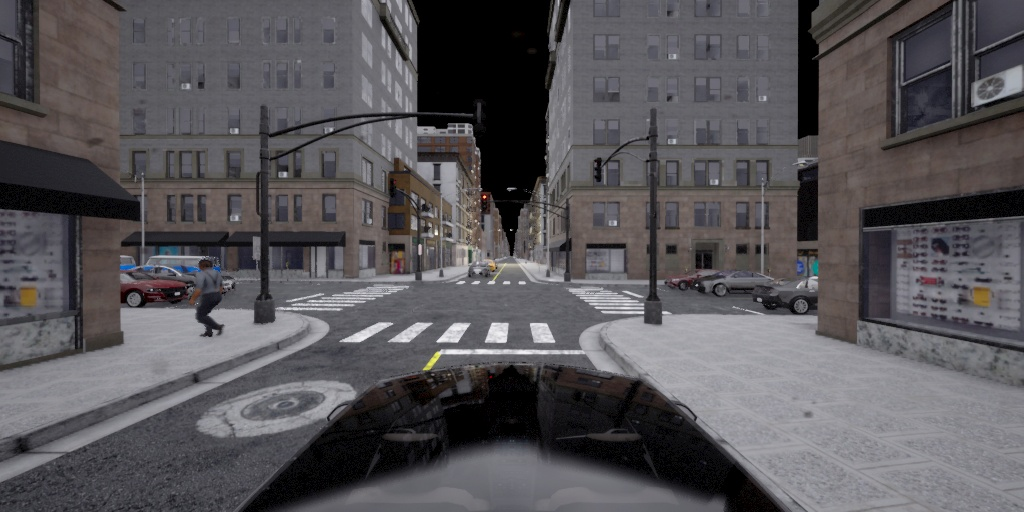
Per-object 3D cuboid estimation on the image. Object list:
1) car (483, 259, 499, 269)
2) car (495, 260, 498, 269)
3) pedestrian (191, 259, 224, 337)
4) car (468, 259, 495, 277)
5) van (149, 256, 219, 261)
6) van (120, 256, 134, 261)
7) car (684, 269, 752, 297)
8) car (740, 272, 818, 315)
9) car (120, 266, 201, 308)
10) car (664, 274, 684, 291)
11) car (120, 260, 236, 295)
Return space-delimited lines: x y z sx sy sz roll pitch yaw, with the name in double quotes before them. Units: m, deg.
"car" -3.100 1.247 54.836 2.033 1.411 5.357 0 0 1
"car" -3.110 1.191 44.728 1.882 1.535 5.008 0 0 0
"pedestrian" -6.736 0.891 7.979 0.375 1.860 0.375 0 0 0
"car" -3.103 1.218 34.645 2.128 1.511 4.902 0 0 0
"van" -20.607 0.883 22.402 3.998 1.789 1.690 0 0 0
"van" -26.098 0.831 22.439 3.998 1.789 1.690 0 0 0
"car" 12.100 1.442 19.600 4.181 1.385 1.994 1 0 0
"car" 11.615 1.456 13.649 4.403 1.370 2.007 0 0 0
"car" -15.148 1.188 13.831 4.507 1.381 1.888 0 0 0
"car" 11.647 1.440 22.175 4.207 1.307 1.802 0 0 0
"car" -15.566 1.115 16.586 4.902 1.511 2.128 1 0 0
